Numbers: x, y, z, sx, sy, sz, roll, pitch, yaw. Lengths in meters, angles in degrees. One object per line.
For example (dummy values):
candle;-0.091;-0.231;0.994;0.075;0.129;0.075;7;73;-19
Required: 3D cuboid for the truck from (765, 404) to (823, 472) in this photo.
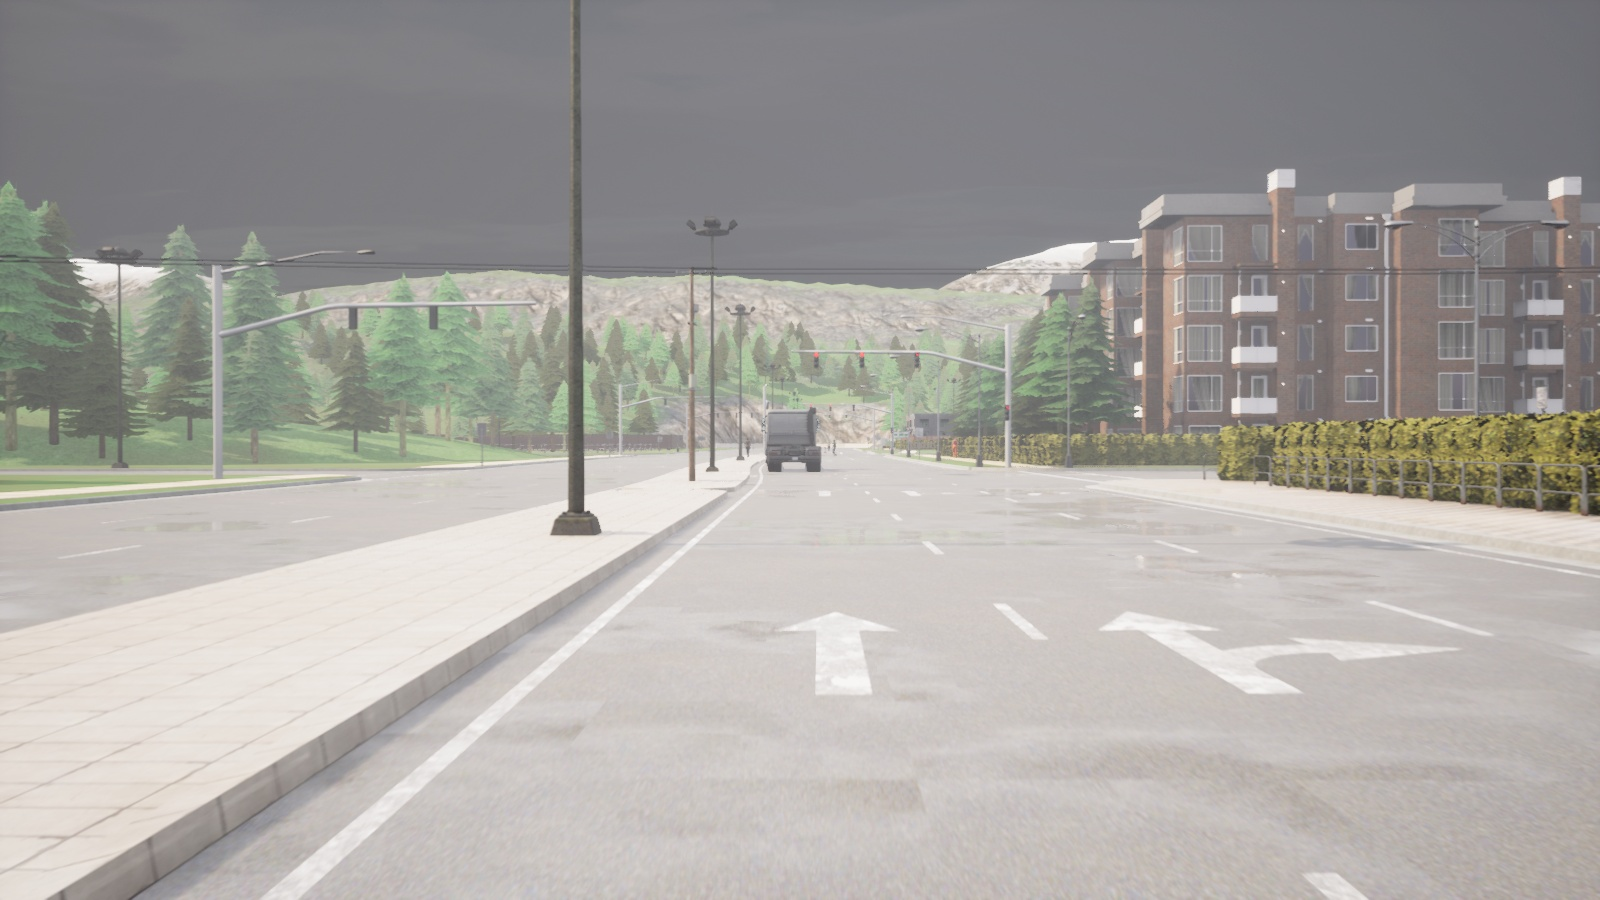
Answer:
truck;-0.416;-0.619;67.928;2.891;3.462;7.936;0;0;-2
